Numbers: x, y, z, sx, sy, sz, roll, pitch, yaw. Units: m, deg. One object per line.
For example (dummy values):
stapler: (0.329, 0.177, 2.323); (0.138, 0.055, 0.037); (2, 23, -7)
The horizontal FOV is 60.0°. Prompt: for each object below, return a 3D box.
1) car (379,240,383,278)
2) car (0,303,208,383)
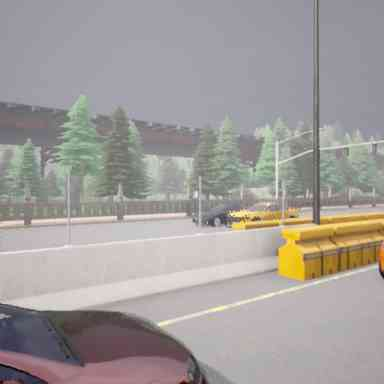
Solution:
car: (6.885, 1.349, 8.671); (4.553, 1.767, 2.097); (0, 0, -36)
car: (-1.873, 1.564, 2.407); (4.181, 1.385, 1.994); (0, 0, -35)
